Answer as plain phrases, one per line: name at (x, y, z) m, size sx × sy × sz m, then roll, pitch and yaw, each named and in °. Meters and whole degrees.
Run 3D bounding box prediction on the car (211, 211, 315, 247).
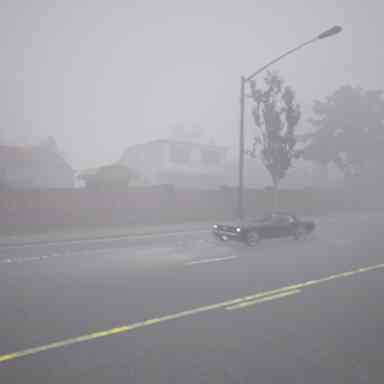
car at (3.160, 1.511, 14.495) m, size 4.718 × 1.301 × 1.895 m, roll 0°, pitch 0°, yaw -34°
